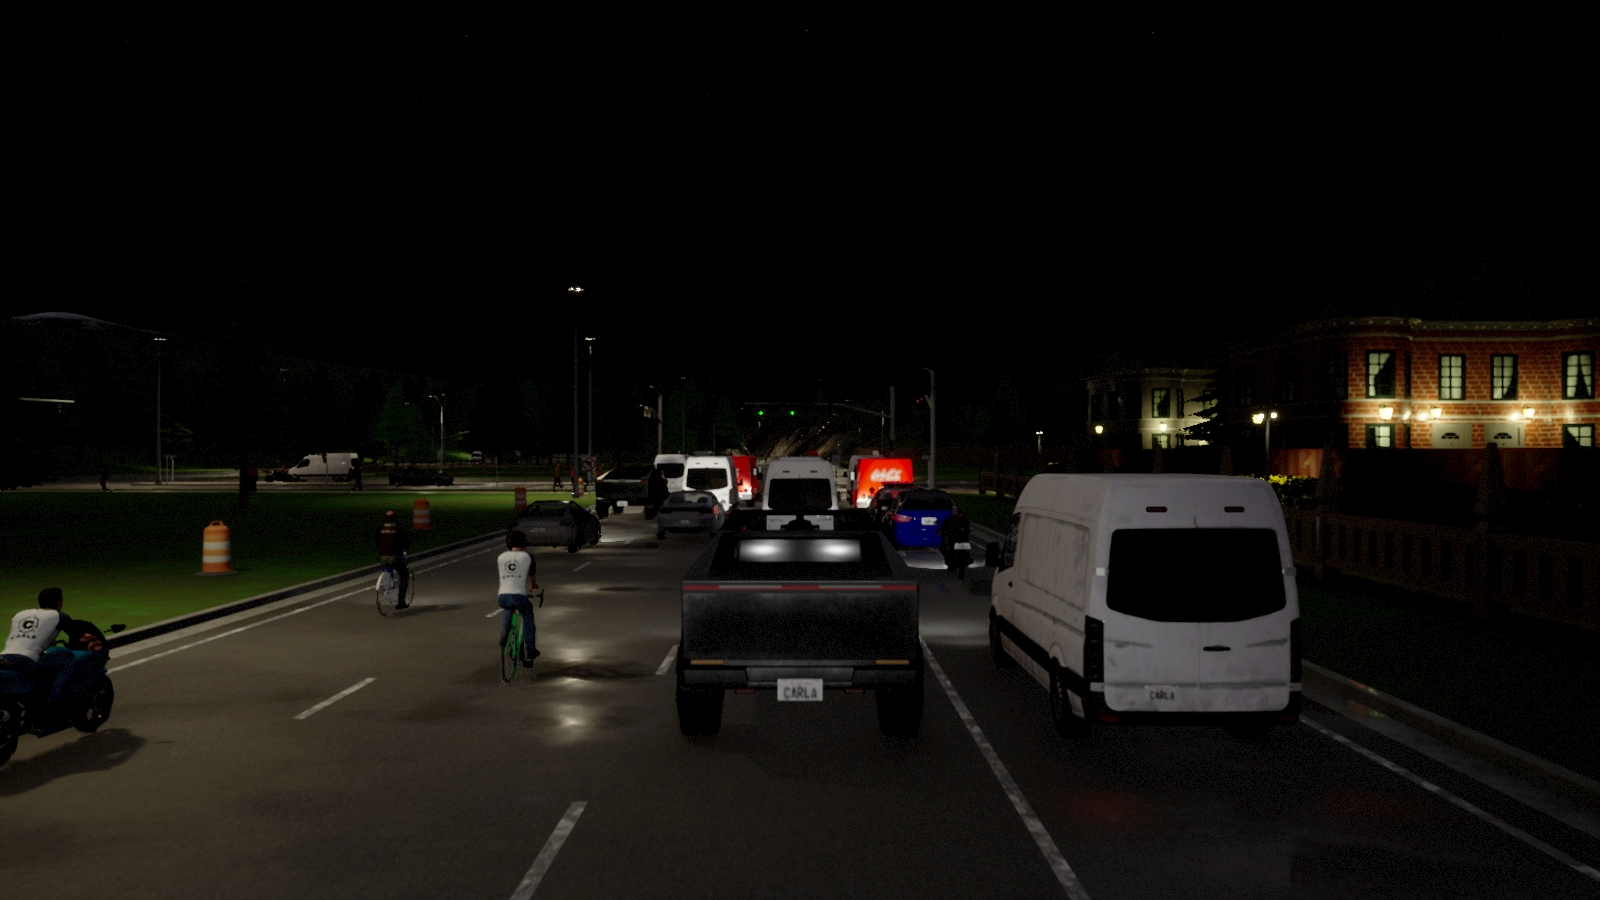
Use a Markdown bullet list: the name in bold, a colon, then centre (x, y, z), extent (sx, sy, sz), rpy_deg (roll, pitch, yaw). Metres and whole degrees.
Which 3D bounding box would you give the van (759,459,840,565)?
- **van**: centre (-0.003, 1.539, 30.946), extent (1.988, 2.561, 5.915), rpy_deg (0, 0, 0)

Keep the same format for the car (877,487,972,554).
- **car**: centre (3.501, 1.972, 32.977), extent (2.242, 1.667, 4.611), rpy_deg (0, 0, 0)

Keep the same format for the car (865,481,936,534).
- **car**: centre (3.501, 1.989, 40.810), extent (2.097, 1.638, 5.238), rpy_deg (0, 0, 0)

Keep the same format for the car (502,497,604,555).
- **car**: centre (-7.009, 2.124, 32.801), extent (1.994, 1.385, 4.181), rpy_deg (0, 0, 1)

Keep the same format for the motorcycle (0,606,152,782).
- **motorcycle**: centre (-6.999, 2.188, 10.613), extent (0.803, 1.199, 2.033), rpy_deg (0, 0, 0)

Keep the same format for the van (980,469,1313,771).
- **van**: centre (3.497, 1.536, 12.960), extent (1.988, 2.561, 5.915), rpy_deg (0, 0, 0)

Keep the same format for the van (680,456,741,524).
- **van**: centre (-3.504, 1.538, 45.745), extent (1.988, 2.561, 5.915), rpy_deg (0, -1, 0)

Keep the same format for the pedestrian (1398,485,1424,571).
- **pedestrian**: centre (13.374, 1.700, 25.005), extent (0.375, 1.860, 0.375), rpy_deg (0, 0, 0)

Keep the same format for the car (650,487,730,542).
- **car**: centre (-3.495, 2.040, 37.259), extent (2.097, 1.535, 5.006), rpy_deg (0, 0, 0)

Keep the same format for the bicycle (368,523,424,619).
- **bicycle**: centre (-7.005, 2.063, 19.861), extent (0.329, 1.471, 1.835), rpy_deg (0, 0, 0)

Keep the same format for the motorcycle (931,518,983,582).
- **motorcycle**: centre (3.501, 2.209, 25.680), extent (0.867, 1.251, 2.209), rpy_deg (0, 0, 0)

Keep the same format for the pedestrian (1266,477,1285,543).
- **pedestrian**: centre (13.466, 1.701, 32.379), extent (0.375, 1.860, 0.375), rpy_deg (0, 0, 0)

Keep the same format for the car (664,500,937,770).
- **car**: centre (0.001, 1.756, 13.137), extent (2.390, 2.098, 6.274), rpy_deg (0, 0, 0)

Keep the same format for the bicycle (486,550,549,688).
- **bicycle**: centre (-3.499, 2.058, 14.260), extent (0.373, 1.496, 1.643), rpy_deg (0, 0, 0)
